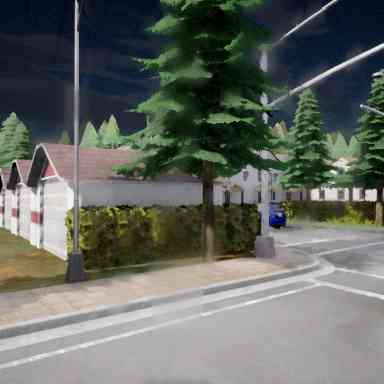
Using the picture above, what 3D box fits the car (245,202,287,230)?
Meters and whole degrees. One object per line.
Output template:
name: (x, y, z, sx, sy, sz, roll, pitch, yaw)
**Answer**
car: (4.592, 1.780, 25.256, 2.150, 2.045, 5.566, 1, -1, -34)
